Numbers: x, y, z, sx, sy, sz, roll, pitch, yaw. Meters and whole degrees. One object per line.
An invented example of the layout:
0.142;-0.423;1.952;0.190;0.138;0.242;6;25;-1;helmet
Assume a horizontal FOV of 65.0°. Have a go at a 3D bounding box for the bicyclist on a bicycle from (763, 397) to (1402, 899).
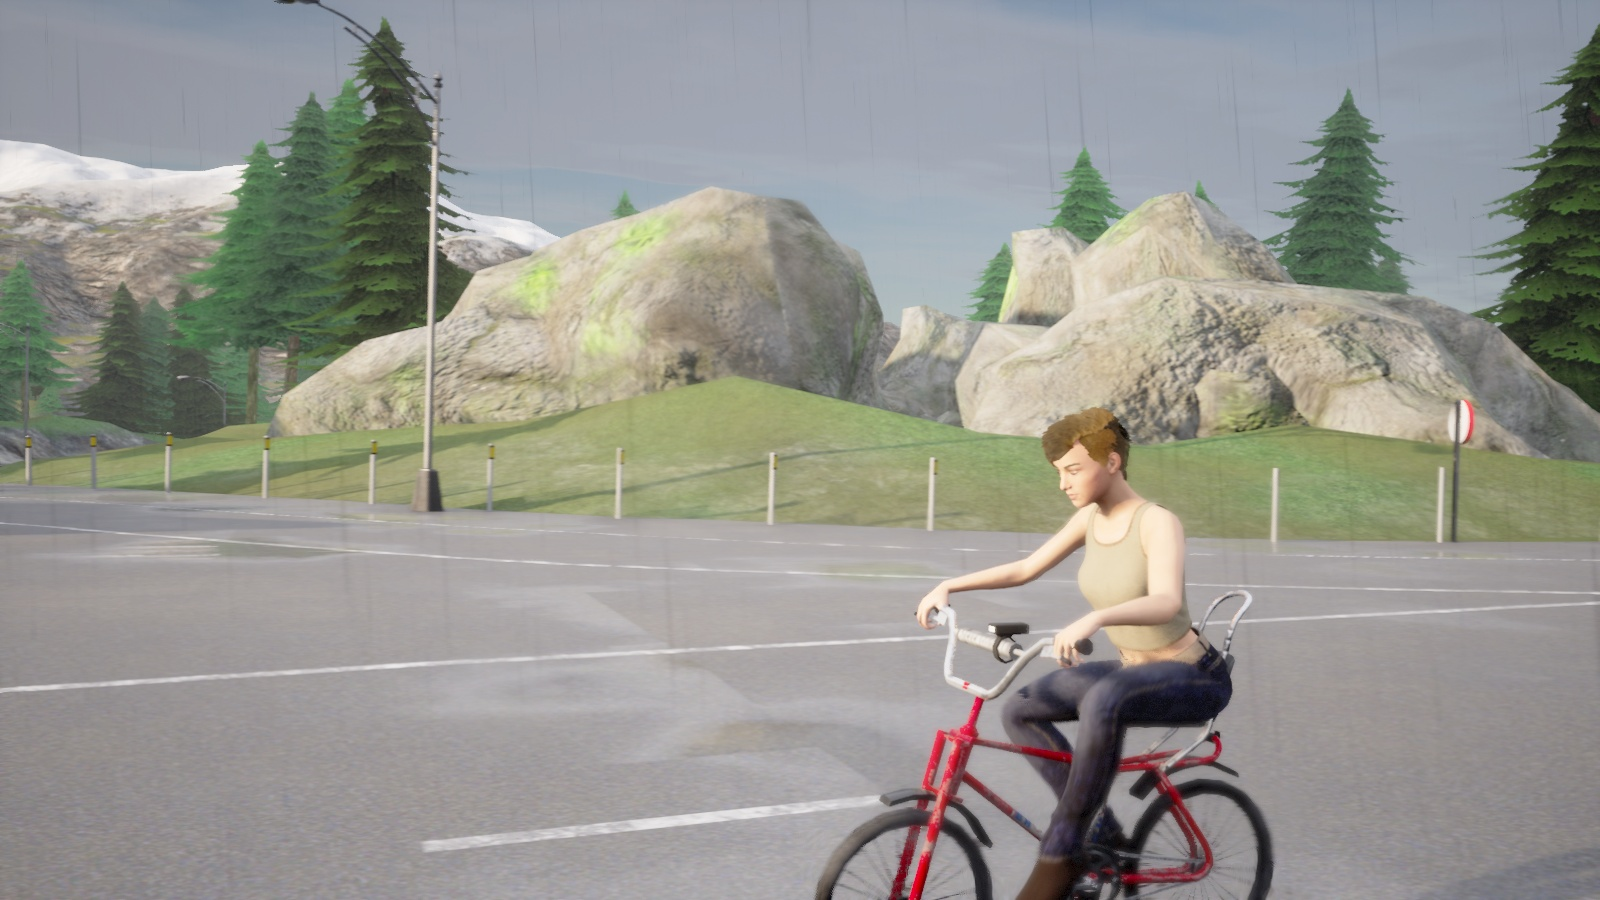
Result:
0.759;0.671;3.521;1.509;1.612;0.866;-1;1;-21;bicyclist on a bicycle
